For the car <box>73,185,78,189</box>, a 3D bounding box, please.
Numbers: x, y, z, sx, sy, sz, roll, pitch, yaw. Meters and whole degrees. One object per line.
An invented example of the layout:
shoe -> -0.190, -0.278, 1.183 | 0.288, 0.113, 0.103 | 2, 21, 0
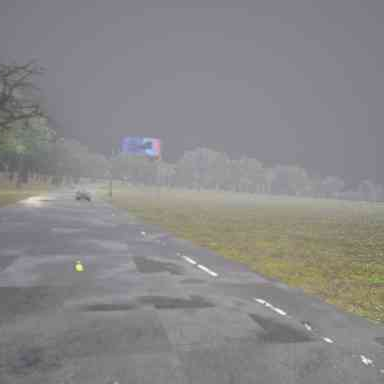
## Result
car -> -21.812, -0.011, 65.743 | 1.994, 1.385, 4.181 | 4, 0, -18

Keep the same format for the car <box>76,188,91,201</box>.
car -> -15.469, 0.569, 47.295 | 1.895, 1.301, 4.718 | 4, 0, -19
